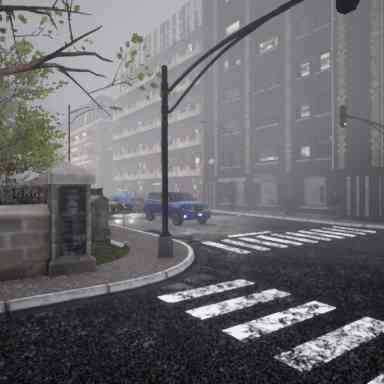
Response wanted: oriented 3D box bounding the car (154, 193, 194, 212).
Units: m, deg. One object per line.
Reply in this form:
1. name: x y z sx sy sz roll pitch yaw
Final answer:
1. car: -1.821 0.950 32.377 1.967 1.590 4.097 1 1 -36

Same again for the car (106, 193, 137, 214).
1. car: -6.803 1.098 29.359 1.994 1.385 4.181 0 1 -36

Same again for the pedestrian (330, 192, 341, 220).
1. pedestrian: 9.454 0.902 21.945 0.375 1.860 0.375 1 -1 -36

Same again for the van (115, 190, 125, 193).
1. van: -8.348 0.655 41.285 1.690 1.788 3.998 1 1 -36

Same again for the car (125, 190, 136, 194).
1. car: -5.083 0.727 36.831 2.192 1.841 5.009 1 1 -36

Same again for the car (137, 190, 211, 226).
1. car: -1.143 0.926 21.630 2.150 2.045 5.566 0 1 -36
